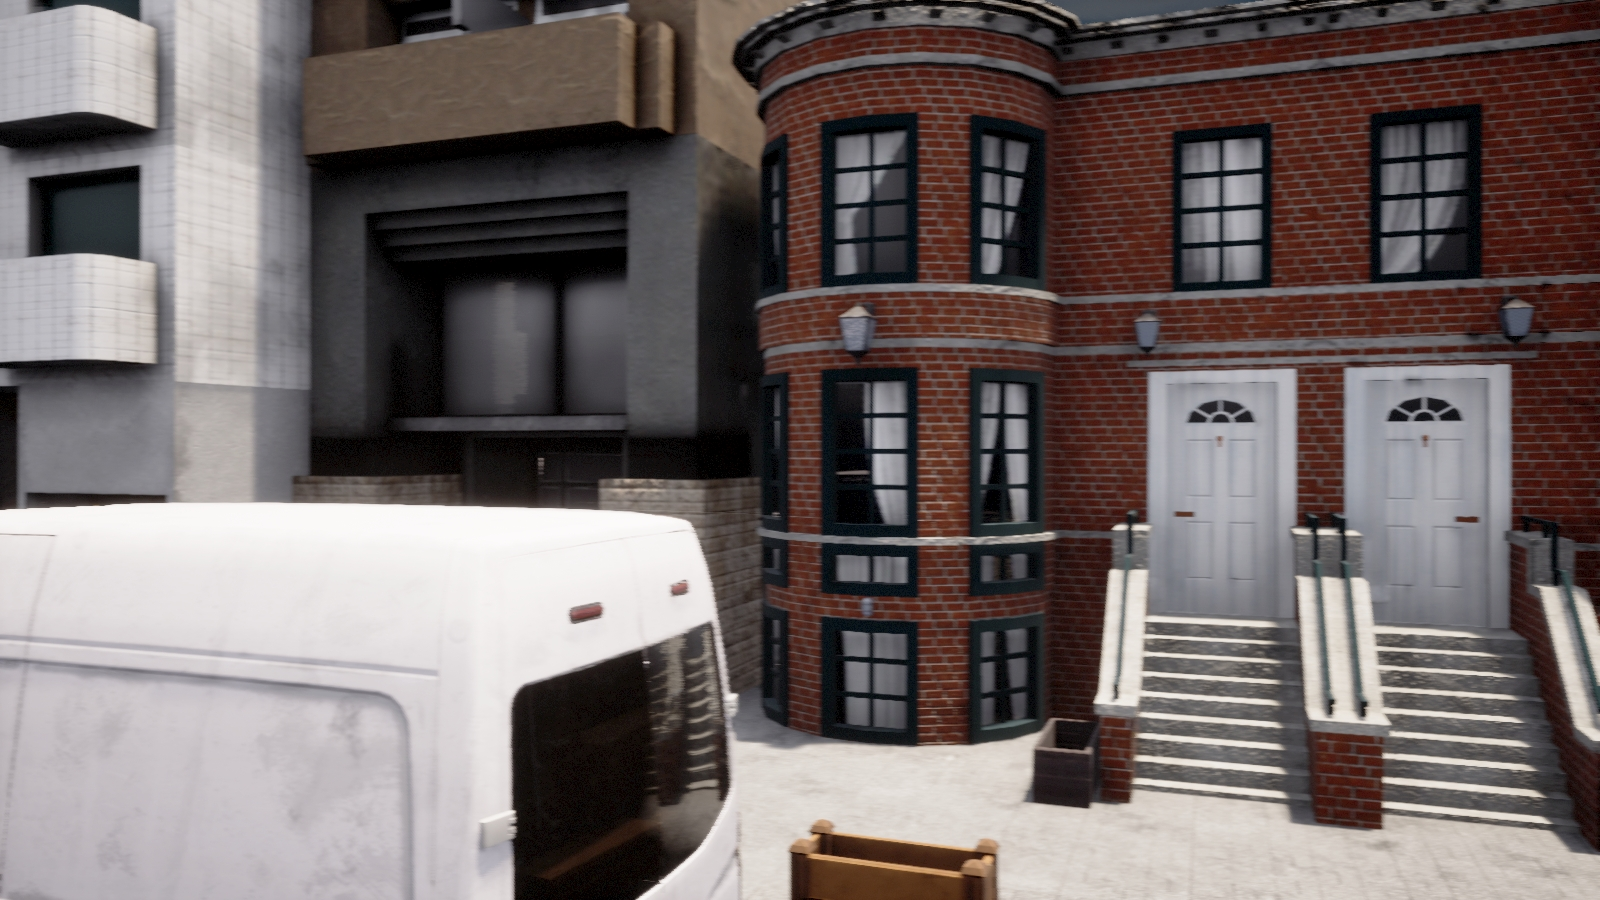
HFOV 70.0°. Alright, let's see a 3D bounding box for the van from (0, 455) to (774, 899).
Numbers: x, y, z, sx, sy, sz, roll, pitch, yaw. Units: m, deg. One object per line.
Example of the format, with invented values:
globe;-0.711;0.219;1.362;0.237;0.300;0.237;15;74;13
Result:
van;-3.232;1.310;5.008;5.915;2.561;1.988;0;0;20
